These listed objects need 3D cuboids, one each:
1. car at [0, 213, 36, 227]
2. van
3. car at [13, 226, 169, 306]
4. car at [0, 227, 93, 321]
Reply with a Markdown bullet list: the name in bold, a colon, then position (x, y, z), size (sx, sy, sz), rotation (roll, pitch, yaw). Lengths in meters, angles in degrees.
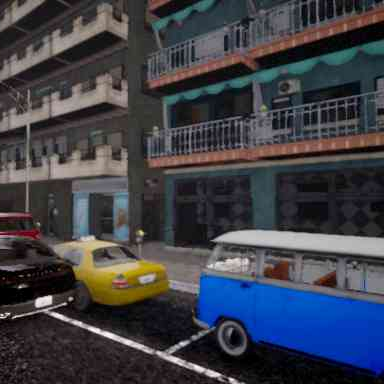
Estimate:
- **car**: position (-7.148, 1.622, 11.461), size (5.009, 1.841, 2.192), rotation (-1, -3, 37)
- **van**: position (1.902, 1.501, 4.658), size (3.998, 1.788, 1.690), rotation (-1, -3, 37)
- **car**: position (-2.762, 1.761, 8.154), size (4.829, 1.417, 1.752), rotation (-1, -3, 37)
- **car**: position (-4.528, 1.704, 7.295), size (4.892, 1.490, 1.837), rotation (-1, -2, 37)
